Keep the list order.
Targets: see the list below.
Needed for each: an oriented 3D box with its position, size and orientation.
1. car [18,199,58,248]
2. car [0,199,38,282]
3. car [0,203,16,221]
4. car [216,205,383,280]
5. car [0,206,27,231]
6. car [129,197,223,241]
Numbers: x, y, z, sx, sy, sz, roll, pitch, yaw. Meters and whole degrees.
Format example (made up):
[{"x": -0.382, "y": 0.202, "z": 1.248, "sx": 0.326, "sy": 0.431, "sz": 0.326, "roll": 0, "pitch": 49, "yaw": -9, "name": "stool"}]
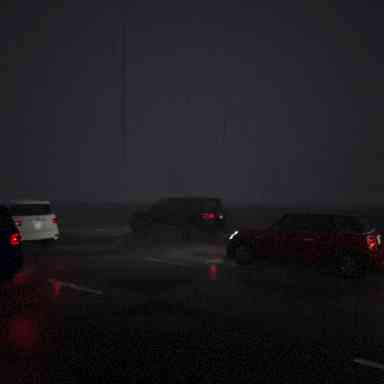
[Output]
[{"x": -7.914, "y": 1.312, "z": 13.938, "sx": 5.566, "sy": 2.045, "sz": 2.150, "roll": 0, "pitch": 0, "yaw": 36, "name": "car"}, {"x": -6.671, "y": 1.287, "z": 8.753, "sx": 5.566, "sy": 2.045, "sz": 2.150, "roll": 0, "pitch": 0, "yaw": 36, "name": "car"}, {"x": -17.769, "y": 1.720, "z": 29.569, "sx": 4.674, "sy": 1.442, "sz": 1.812, "roll": 0, "pitch": 0, "yaw": 36, "name": "car"}, {"x": 3.324, "y": 1.371, "z": 10.222, "sx": 4.553, "sy": 1.767, "sz": 2.097, "roll": -1, "pitch": 0, "yaw": 35, "name": "car"}, {"x": -13.424, "y": 1.694, "z": 22.168, "sx": 5.357, "sy": 1.411, "sz": 2.033, "roll": 0, "pitch": 0, "yaw": 35, "name": "car"}, {"x": -0.791, "y": 1.289, "z": 17.457, "sx": 5.566, "sy": 2.045, "sz": 2.150, "roll": 0, "pitch": 0, "yaw": 36, "name": "car"}]
